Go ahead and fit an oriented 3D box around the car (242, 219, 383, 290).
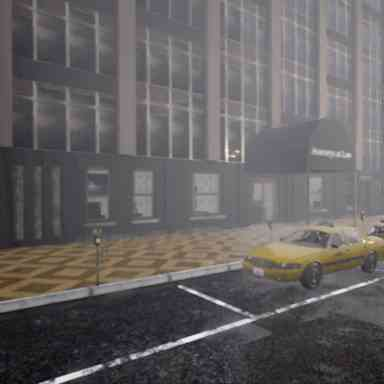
[{"bbox_3d":[3.497,1.514,9.064,4.829,1.417,1.752,0,0,-36],"label":"car"}]
